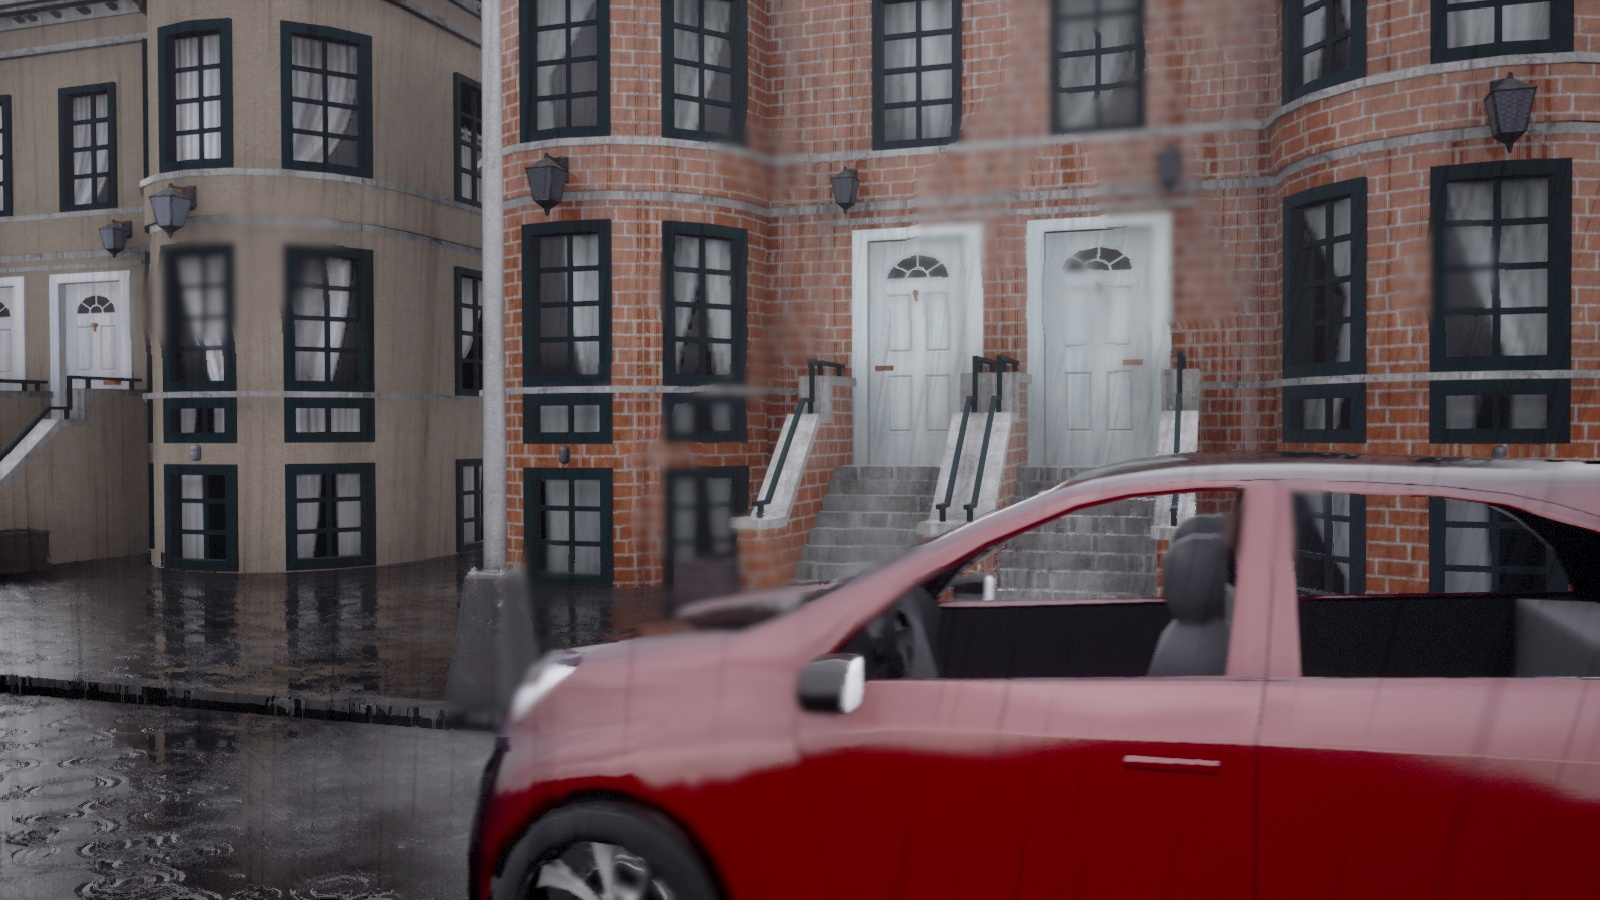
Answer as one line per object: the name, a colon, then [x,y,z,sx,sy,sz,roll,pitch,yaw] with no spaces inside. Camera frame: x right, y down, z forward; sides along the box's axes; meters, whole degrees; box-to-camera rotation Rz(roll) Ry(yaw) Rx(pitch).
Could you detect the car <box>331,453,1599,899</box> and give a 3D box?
car: [0.845,0.789,3.436,3.633,1.501,1.845,1,1,19]
